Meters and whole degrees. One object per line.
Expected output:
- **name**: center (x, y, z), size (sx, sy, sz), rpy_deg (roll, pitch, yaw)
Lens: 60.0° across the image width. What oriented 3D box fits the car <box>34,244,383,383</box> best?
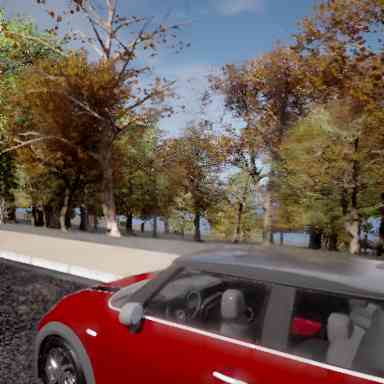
- **car**: center (0.397, 1.349, 3.401), size (4.553, 1.767, 2.097), rpy_deg (0, 0, 36)
